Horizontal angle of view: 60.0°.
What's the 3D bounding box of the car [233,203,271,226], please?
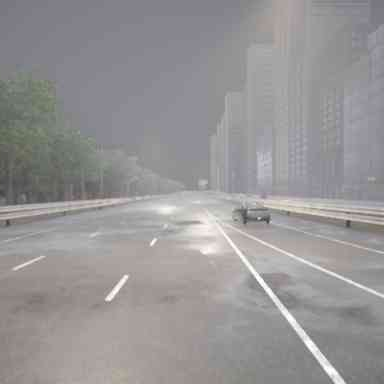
[{"bbox_3d":[4.171,1.510,23.814,2.128,1.511,4.902,0,0,-4],"label":"car"}]
